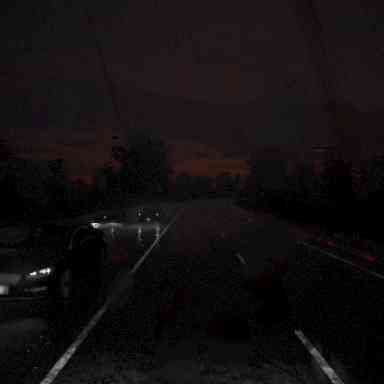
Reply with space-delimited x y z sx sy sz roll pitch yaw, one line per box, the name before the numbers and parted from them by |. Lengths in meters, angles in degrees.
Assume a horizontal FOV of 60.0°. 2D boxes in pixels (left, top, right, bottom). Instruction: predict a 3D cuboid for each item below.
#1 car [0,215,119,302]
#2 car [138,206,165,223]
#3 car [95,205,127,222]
car | -3.583 1.578 8.646 2.128 1.511 4.902 0 0 0
car | -3.454 1.890 28.780 1.895 1.301 4.718 0 -1 1
car | -6.957 1.853 28.673 1.994 1.385 4.181 0 -1 1
